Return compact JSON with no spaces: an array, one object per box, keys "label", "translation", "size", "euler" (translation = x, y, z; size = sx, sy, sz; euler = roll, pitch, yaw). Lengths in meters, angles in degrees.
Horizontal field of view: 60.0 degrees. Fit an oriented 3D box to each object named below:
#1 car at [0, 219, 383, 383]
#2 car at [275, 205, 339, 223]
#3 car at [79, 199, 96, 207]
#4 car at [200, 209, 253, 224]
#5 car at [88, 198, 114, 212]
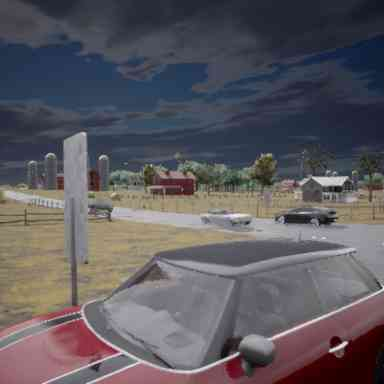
[{"label":"car","translation":[0.194,1.355,3.243],"size":[4.553,1.767,2.097],"euler":[0,0,-37]},{"label":"car","translation":[8.609,1.791,25.356],"size":[1.837,1.490,4.892],"euler":[-3,0,-39]},{"label":"car","translation":[-20.970,2.198,66.401],"size":[1.895,1.301,4.718],"euler":[-1,1,-36]},{"label":"car","translation":[2.727,2.055,27.092],"size":[1.895,1.301,4.718],"euler":[-1,0,-36]},{"label":"car","translation":[-13.727,2.005,50.061],"size":[2.150,2.045,5.566],"euler":[-1,1,-35]}]
